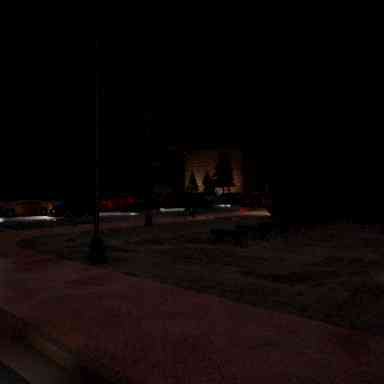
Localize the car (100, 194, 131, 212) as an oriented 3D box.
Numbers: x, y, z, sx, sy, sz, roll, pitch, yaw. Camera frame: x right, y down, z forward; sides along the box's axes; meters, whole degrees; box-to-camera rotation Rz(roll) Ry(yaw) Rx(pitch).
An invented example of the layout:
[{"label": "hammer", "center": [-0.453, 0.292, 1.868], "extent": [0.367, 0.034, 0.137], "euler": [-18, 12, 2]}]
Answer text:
[{"label": "car", "center": [-9.457, 1.221, 39.079], "extent": [2.150, 2.045, 5.566], "euler": [0, 0, 41]}]

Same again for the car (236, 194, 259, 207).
[{"label": "car", "center": [9.121, 1.505, 50.010], "extent": [1.837, 1.490, 4.892], "euler": [0, 0, 41]}]

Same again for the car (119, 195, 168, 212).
[{"label": "car", "center": [-5.549, 1.478, 38.282], "extent": [1.882, 1.535, 5.008], "euler": [0, 0, 40]}]

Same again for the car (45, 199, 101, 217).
[{"label": "car", "center": [-11.220, 1.564, 31.569], "extent": [1.994, 1.385, 4.181], "euler": [0, 0, 40]}]

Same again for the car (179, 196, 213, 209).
[{"label": "car", "center": [0.865, 1.601, 45.855], "extent": [1.895, 1.301, 4.718], "euler": [0, 0, 40]}]

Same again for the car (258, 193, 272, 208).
[{"label": "car", "center": [12.014, 1.352, 48.004], "extent": [2.097, 1.767, 4.553], "euler": [0, 0, 41]}]

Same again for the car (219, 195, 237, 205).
[{"label": "car", "center": [7.204, 1.611, 58.656], "extent": [1.994, 1.385, 4.181], "euler": [0, 0, 40]}]

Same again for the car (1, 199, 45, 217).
[{"label": "car", "center": [-15.872, 1.478, 31.496], "extent": [1.882, 1.535, 5.008], "euler": [0, 0, 40]}]

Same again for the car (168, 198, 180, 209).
[{"label": "car", "center": [-2.702, 1.547, 47.069], "extent": [2.033, 1.411, 5.357], "euler": [0, 0, 40]}]

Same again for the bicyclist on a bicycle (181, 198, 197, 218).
[{"label": "bicyclist on a bicycle", "center": [-0.264, 1.301, 26.744], "extent": [1.656, 1.620, 0.582], "euler": [0, 0, 40]}]
